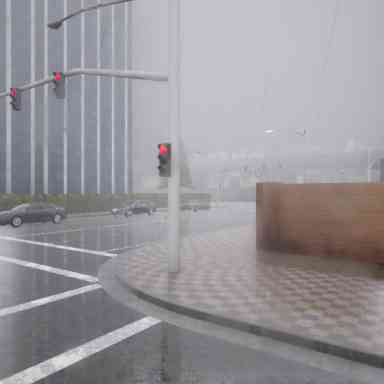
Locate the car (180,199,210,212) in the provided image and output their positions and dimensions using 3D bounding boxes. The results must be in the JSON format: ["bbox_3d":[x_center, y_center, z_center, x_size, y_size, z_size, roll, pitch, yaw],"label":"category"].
[{"bbox_3d":[0.415,1.564,39.099,1.994,1.385,4.181,0,0,35],"label":"car"}]

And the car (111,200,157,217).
[{"bbox_3d":[-5.357,1.491,30.992,2.128,1.511,4.902,0,0,35],"label":"car"}]

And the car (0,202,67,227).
[{"bbox_3d":[-11.062,1.505,22.959,1.837,1.490,4.892,0,0,35],"label":"car"}]
